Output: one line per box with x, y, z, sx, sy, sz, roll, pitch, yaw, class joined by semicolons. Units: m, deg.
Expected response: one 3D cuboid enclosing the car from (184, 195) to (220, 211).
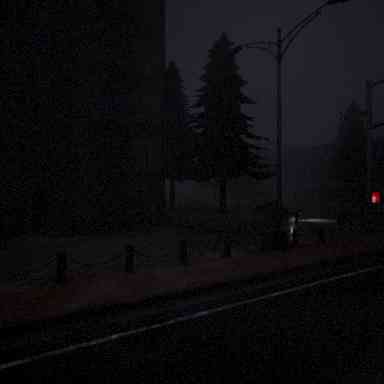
1.330;1.493;37.662;1.882;1.535;5.008;0;0;-37;car

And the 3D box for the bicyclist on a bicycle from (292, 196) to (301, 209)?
11.472;1.316;36.639;1.656;1.620;0.582;0;0;-37;bicyclist on a bicycle

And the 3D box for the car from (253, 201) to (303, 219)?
7.535;1.541;29.475;1.812;1.442;4.674;0;0;-38;car

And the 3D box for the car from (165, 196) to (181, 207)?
-3.591;1.616;50.451;1.895;1.301;4.718;0;0;-34;car

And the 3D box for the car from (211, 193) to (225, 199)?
7.253;1.092;94.506;1.905;1.878;3.866;0;0;-37;car

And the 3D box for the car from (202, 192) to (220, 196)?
5.165;1.113;92.444;1.932;1.855;4.605;0;0;-37;car
